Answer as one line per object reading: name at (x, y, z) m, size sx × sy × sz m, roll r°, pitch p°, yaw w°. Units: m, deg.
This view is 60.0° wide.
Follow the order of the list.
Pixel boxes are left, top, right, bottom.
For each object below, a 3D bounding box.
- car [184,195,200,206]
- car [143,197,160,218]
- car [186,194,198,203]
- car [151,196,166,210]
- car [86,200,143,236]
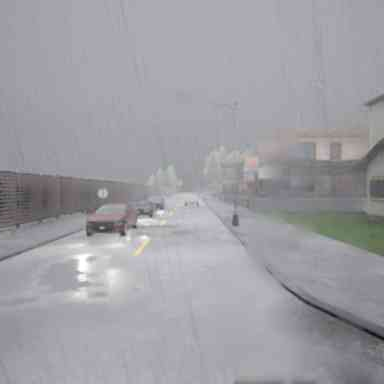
car at (-0.002, 1.168, 45.751) m, size 1.812 × 1.442 × 4.674 m, roll 0°, pitch 0°, yaw 0°
car at (-4.088, 1.347, 27.642) m, size 1.994 × 1.385 × 4.181 m, roll 0°, pitch 0°, yaw 0°
car at (-0.002, 1.128, 55.755) m, size 1.994 × 1.385 × 4.181 m, roll 0°, pitch 0°, yaw 0°
car at (-4.073, 1.183, 37.649) m, size 1.882 × 1.535 × 5.008 m, roll 0°, pitch 0°, yaw 0°
car at (-4.092, 1.339, 17.637) m, size 1.882 × 1.535 × 5.008 m, roll 0°, pitch 0°, yaw 0°
